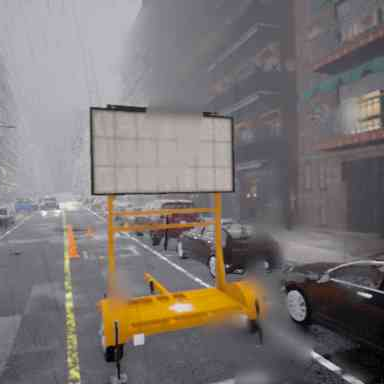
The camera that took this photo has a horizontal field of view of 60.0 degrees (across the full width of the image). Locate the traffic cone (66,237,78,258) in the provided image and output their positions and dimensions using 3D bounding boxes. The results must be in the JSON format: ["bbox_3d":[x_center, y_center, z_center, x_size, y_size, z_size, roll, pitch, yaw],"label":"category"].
[{"bbox_3d":[-4.164,1.965,11.629,0.340,0.580,0.340,-1,0,-21],"label":"traffic cone"}]

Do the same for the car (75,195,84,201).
[{"bbox_3d":[-30.119,1.577,88.943,2.008,1.369,4.403,0,0,-21],"label":"car"}]

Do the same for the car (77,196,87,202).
[{"bbox_3d":[-25.991,1.563,78.380,1.887,1.381,4.507,0,0,-21],"label":"car"}]

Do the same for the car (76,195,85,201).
[{"bbox_3d":[-28.055,1.573,83.661,2.008,1.369,4.403,0,0,-21],"label":"car"}]

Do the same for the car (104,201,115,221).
[{"bbox_3d":[-5.350,1.498,25.562,1.887,1.381,4.507,0,0,-21],"label":"car"}]

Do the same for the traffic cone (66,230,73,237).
[{"bbox_3d":[-4.892,1.968,13.492,0.340,0.580,0.340,-1,0,-21],"label":"traffic cone"}]

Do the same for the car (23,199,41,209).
[{"bbox_3d":[-23.496,1.709,48.979,2.008,1.369,4.403,0,0,-21],"label":"car"}]

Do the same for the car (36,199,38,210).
[{"bbox_3d":[-21.432,1.696,43.696,1.887,1.381,4.507,0,0,-21],"label":"car"}]

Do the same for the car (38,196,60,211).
[{"bbox_3d":[-18.391,1.448,43.260,2.097,1.767,4.553,-1,0,-21],"label":"car"}]

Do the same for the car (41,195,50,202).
[{"bbox_3d":[-37.947,1.631,85.955,1.967,1.590,4.097,0,0,-21],"label":"car"}]

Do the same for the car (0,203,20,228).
[{"bbox_3d":[-13.175,1.684,22.567,1.947,1.339,4.313,0,0,-21],"label":"car"}]

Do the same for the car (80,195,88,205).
[{"bbox_3d":[-17.735,1.439,57.253,1.967,1.590,4.097,0,0,-21],"label":"car"}]

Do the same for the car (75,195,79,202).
[{"bbox_3d":[-23.927,1.454,73.097,1.967,1.590,4.097,0,0,-21],"label":"car"}]

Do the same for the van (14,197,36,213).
[{"bbox_3d":[-19.369,1.485,38.414,1.690,1.788,3.998,0,0,-21],"label":"van"}]

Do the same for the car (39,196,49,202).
[{"bbox_3d":[-35.882,1.739,80.672,2.008,1.369,4.403,0,0,-21],"label":"car"}]

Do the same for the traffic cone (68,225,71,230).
[{"bbox_3d":[-5.620,1.971,15.355,0.340,0.580,0.340,-1,0,-21],"label":"traffic cone"}]

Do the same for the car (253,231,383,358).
[{"bbox_3d":[2.907,1.465,4.434,2.008,1.369,4.403,0,0,-21],"label":"car"}]

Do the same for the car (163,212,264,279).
[{"bbox_3d":[0.843,1.476,9.716,2.008,1.369,4.403,0,0,-21],"label":"car"}]

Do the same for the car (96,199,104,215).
[{"bbox_3d":[-7.414,1.507,30.843,1.887,1.381,4.507,0,0,-21],"label":"car"}]

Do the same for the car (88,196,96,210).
[{"bbox_3d":[-11.604,1.504,41.566,1.752,1.417,4.829,0,0,-21],"label":"car"}]

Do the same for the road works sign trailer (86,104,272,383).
[{"bbox_3d":[-0.459,0.436,5.567,2.380,3.560,2.880,-1,0,-21],"label":"road works sign trailer"}]

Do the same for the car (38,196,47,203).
[{"bbox_3d":[-33.756,1.709,75.232,1.752,1.417,4.829,0,0,-21],"label":"car"}]

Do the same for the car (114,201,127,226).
[{"bbox_3d":[-3.347,1.470,20.438,1.752,1.417,4.829,0,0,-21],"label":"car"}]

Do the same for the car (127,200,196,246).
[{"bbox_3d":[-1.223,1.250,14.998,2.192,1.841,5.009,0,0,-21],"label":"car"}]

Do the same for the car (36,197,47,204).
[{"bbox_3d":[-31.754,1.745,70.109,1.947,1.339,4.313,0,0,-21],"label":"car"}]
